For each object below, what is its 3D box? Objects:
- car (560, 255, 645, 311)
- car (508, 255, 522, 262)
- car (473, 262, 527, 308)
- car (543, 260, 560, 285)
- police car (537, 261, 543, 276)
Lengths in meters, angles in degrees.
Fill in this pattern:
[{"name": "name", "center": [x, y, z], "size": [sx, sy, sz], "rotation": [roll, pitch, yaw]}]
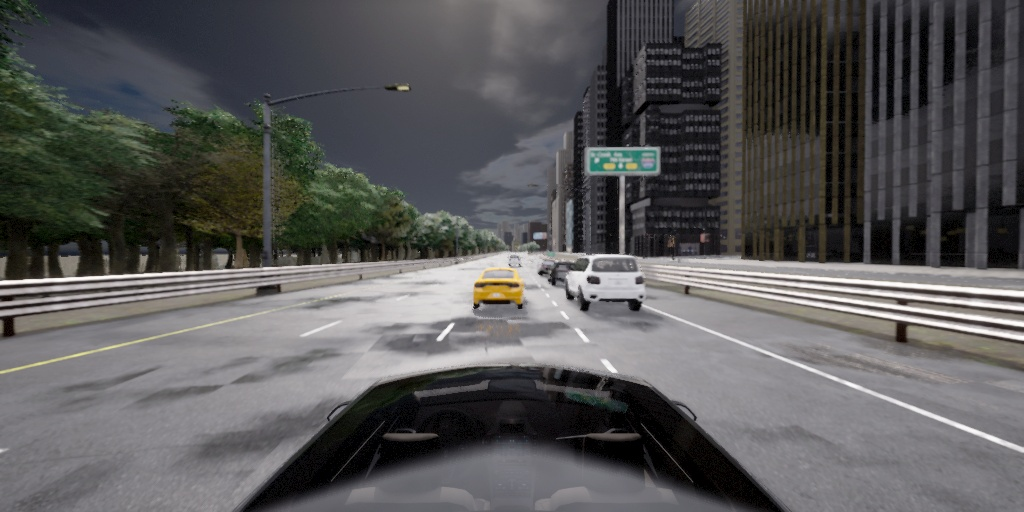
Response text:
[{"name": "car", "center": [3.526, 0.965, 14.557], "size": [2.150, 2.045, 5.566], "rotation": [0, 0, 0]}, {"name": "car", "center": [0.488, 0.763, 62.927], "size": [2.150, 2.045, 5.566], "rotation": [0, 1, 1]}, {"name": "car", "center": [-0.431, 1.220, 15.195], "size": [1.882, 1.535, 5.008], "rotation": [0, 0, 3]}, {"name": "car", "center": [3.576, 1.158, 25.499], "size": [2.033, 1.649, 4.856], "rotation": [0, 0, 0]}, {"name": "police car", "center": [3.652, 1.203, 36.470], "size": [2.038, 1.542, 4.974], "rotation": [0, 0, 0]}]
